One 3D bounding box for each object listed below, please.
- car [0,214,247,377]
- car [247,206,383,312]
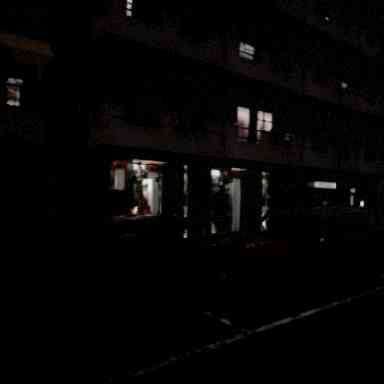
[{"bbox_3d":[-1.847,1.316,4.753,5.009,1.841,2.192,0,1,-35],"label":"car"},{"bbox_3d":[2.655,1.320,7.963,5.009,1.841,2.192,0,1,-35],"label":"car"}]
